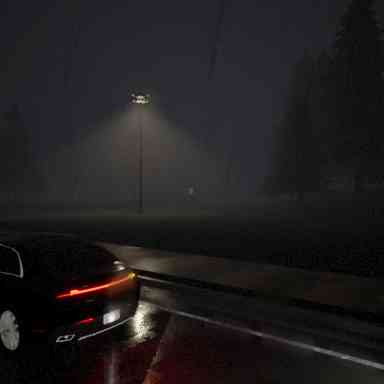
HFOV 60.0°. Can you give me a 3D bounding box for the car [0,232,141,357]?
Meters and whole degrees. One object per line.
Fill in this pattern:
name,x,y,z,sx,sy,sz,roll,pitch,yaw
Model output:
car,-3.098,1.505,6.080,4.892,1.490,1.837,0,0,36
